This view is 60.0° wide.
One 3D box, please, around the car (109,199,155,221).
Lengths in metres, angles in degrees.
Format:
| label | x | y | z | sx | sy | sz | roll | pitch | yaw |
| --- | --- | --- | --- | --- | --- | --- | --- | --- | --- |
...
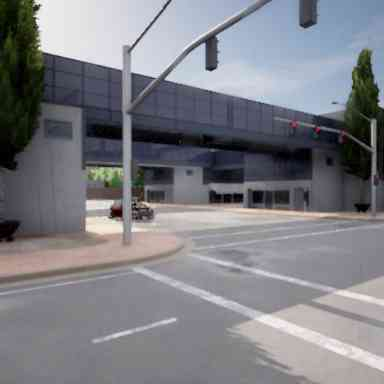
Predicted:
| label | x | y | z | sx | sy | sz | roll | pitch | yaw |
| --- | --- | --- | --- | --- | --- | --- | --- | --- | --- |
| car | -4.737 | 1.307 | 25.877 | 2.097 | 1.767 | 4.553 | 0 | 0 | -36 |
